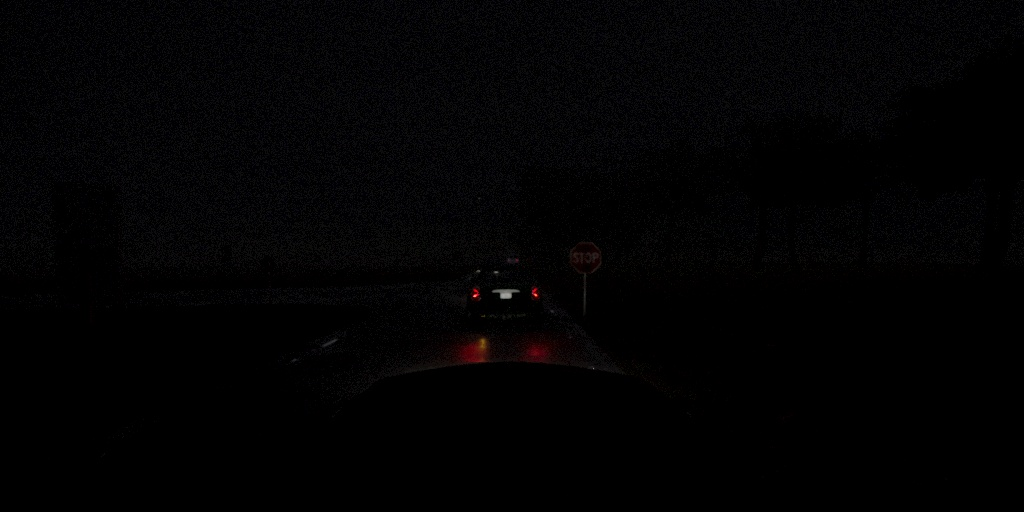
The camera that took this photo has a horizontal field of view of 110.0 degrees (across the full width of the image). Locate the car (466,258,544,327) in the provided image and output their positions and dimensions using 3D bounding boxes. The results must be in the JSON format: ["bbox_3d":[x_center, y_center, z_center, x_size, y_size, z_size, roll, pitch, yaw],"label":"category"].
[{"bbox_3d":[-0.355,1.049,11.504,2.097,1.767,4.553,0,0,-5],"label":"car"}]

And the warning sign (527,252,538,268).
[{"bbox_3d":[2.609,0.726,50.160,1.300,1.860,1.060,0,0,0],"label":"warning sign"}]

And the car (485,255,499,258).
[{"bbox_3d":[-2.683,0.833,48.705,2.150,2.045,5.566,0,0,0],"label":"car"}]
